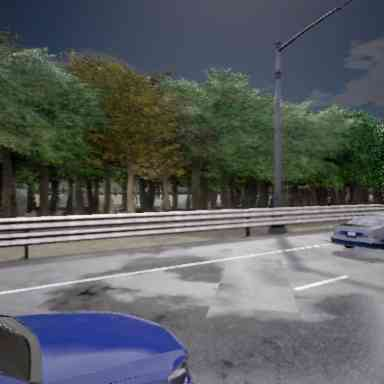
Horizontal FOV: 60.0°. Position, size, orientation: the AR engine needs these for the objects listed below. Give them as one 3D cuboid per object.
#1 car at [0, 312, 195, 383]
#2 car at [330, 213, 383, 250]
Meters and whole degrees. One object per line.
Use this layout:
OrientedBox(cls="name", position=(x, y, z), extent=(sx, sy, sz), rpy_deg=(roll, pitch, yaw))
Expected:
OrientedBox(cls="car", position=(-2.128, 1.518, 2.200), extent=(4.674, 1.442, 1.812), rpy_deg=(0, 0, -36))
OrientedBox(cls="car", position=(7.813, 1.550, 13.300), extent=(5.357, 1.411, 2.033), rpy_deg=(0, 0, -33))
